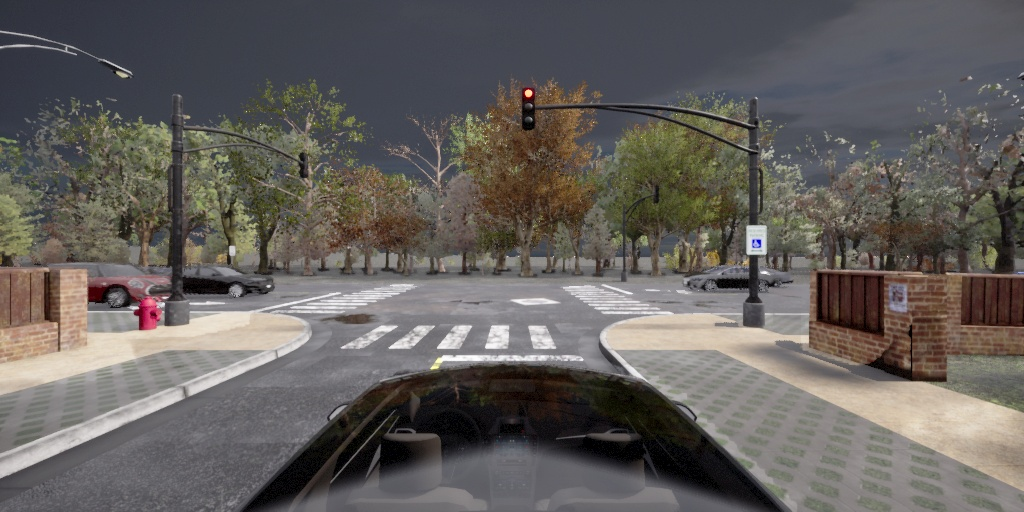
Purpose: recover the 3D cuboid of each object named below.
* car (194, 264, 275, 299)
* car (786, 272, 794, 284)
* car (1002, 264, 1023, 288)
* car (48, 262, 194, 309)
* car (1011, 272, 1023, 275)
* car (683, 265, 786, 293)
[{"bbox_3d":[-14.239,1.177,17.303,5.008,1.535,1.882,0,0,0],"label":"car"},{"bbox_3d":[15.704,1.365,24.051,5.357,1.411,2.033,0,0,0],"label":"car"},{"bbox_3d":[36.713,1.362,24.058,5.008,1.535,1.882,0,0,0],"label":"car"},{"bbox_3d":[-15.781,1.041,14.052,4.553,1.767,2.097,0,0,0],"label":"car"},{"bbox_3d":[33.067,1.361,20.813,4.902,1.511,2.128,0,0,0],"label":"car"},{"bbox_3d":[12.518,1.292,20.796,4.902,1.511,2.128,0,0,0],"label":"car"}]
